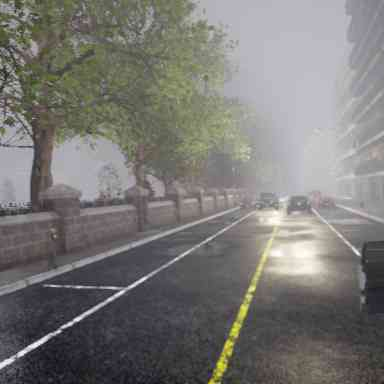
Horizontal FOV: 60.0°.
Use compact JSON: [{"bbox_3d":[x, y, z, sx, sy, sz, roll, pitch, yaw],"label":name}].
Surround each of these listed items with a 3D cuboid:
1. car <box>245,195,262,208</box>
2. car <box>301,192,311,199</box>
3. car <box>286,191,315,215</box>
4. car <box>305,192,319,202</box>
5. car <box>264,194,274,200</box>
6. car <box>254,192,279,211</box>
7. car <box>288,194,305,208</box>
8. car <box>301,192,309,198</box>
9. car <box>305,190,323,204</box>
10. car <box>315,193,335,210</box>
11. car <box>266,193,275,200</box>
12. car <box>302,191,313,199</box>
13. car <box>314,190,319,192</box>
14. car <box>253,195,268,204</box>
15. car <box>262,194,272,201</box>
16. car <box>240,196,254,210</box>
[{"bbox_3d":[8.834,1.311,47.472,1.967,1.590,4.097,-3,-1,17],"label":"car"},{"bbox_3d":[26.513,0.744,77.451,1.947,1.339,4.313,-3,-1,17],"label":"car"},{"bbox_3d":[9.828,1.045,30.689,2.097,1.767,4.553,-3,0,17],"label":"car"},{"bbox_3d":[20.071,0.784,55.870,1.967,1.590,4.097,-3,-1,17],"label":"car"},{"bbox_3d":[18.493,1.169,79.844,2.008,1.369,4.403,-3,-1,17],"label":"car"},{"bbox_3d":[8.806,1.025,38.156,2.150,2.045,5.566,-3,-1,17],"label":"car"},{"bbox_3d":[13.053,1.112,41.603,1.837,1.490,4.892,-3,0,17],"label":"car"},{"bbox_3d":[28.167,0.663,83.010,1.752,1.417,4.829,-3,-1,17],"label":"car"},{"bbox_3d":[18.455,0.703,50.475,2.192,1.841,5.009,-3,-1,17],"label":"car"},{"bbox_3d":[13.643,1.063,34.287,1.887,1.381,4.507,-3,0,17],"label":"car"},{"bbox_3d":[20.051,1.106,85.078,1.752,1.417,4.829,-3,-1,17],"label":"car"},{"bbox_3d":[24.896,0.658,72.056,1.967,1.590,4.097,-3,-1,17],"label":"car"},{"bbox_3d":[16.854,0.871,45.079,1.967,1.590,4.097,-3,-1,17],"label":"car"},{"bbox_3d":[12.058,1.335,58.263,2.008,1.369,4.403,-3,-1,17],"label":"car"},{"bbox_3d":[16.834,1.185,74.286,1.752,1.417,4.829,-3,-1,17],"label":"car"},{"bbox_3d":[7.226,1.355,42.078,1.967,1.590,4.097,-3,0,17],"label":"car"}]
